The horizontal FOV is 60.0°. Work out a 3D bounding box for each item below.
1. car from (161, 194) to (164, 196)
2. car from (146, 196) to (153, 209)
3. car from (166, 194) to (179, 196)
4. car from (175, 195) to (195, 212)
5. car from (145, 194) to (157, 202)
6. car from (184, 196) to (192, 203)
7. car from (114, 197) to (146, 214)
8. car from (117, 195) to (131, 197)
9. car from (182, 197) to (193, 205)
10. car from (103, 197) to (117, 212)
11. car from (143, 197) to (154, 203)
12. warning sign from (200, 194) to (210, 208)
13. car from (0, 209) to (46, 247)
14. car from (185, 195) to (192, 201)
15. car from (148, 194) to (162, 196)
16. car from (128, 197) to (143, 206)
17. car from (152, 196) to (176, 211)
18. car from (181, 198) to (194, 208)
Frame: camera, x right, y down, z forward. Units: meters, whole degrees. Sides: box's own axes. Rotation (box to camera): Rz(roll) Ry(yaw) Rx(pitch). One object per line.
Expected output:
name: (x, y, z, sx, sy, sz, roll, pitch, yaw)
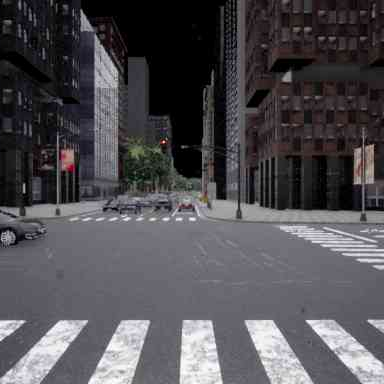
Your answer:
car: (-9.465, 1.442, 87.752, 2.192, 1.841, 5.009, 0, 0, 0)
car: (-6.523, 1.583, 45.354, 1.994, 1.385, 4.181, 0, 0, -1)
car: (-3.465, 1.614, 65.950, 2.033, 1.411, 5.357, 0, 0, 0)
car: (-0.614, 1.445, 38.973, 1.967, 1.590, 4.097, 0, 0, 0)
car: (-9.392, 1.410, 76.900, 2.192, 1.841, 5.009, 0, 0, 0)
car: (-0.831, 1.606, 71.692, 1.752, 1.417, 4.829, 0, 0, 0)
car: (-6.459, 1.545, 35.399, 2.033, 1.411, 5.357, 0, 0, -1)
car: (-9.176, 1.331, 44.345, 2.192, 1.841, 5.009, 0, 0, 0)
car: (-0.758, 1.598, 60.672, 1.887, 1.381, 4.507, 0, 0, 0)
car: (-9.139, 1.571, 38.919, 1.947, 1.339, 4.313, 0, 0, 0)
car: (-9.355, 1.663, 71.474, 1.802, 1.307, 4.206, 0, 0, 0)
warning sign: (1.672, 1.128, 42.658, 1.300, 1.860, 1.060, 0, 0, 0)
car: (-8.763, 1.410, 14.091, 4.892, 1.490, 1.837, 0, 0, 0)
car: (-0.939, 1.567, 87.797, 1.967, 1.590, 4.097, 0, 0, 0)
car: (-6.570, 1.546, 55.547, 1.837, 1.490, 4.892, 0, 0, 0)
car: (-9.246, 1.565, 55.026, 1.752, 1.417, 4.829, 0, 0, 0)
car: (-3.319, 1.512, 39.828, 1.837, 1.490, 4.892, 0, 0, 0)
car: (-0.686, 1.610, 49.822, 1.802, 1.307, 4.206, 0, 0, 0)
